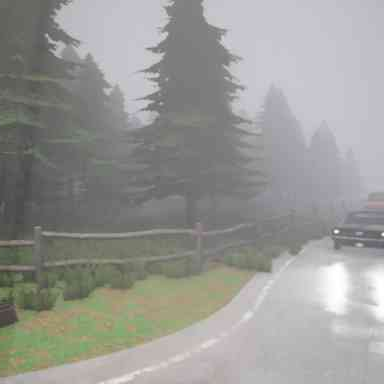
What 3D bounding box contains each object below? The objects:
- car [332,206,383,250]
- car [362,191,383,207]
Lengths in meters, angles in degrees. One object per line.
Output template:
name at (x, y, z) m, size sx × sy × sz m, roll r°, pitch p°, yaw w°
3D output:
car at (6.819, 1.448, 13.045) m, size 1.895 × 1.301 × 4.718 m, roll 0°, pitch 1°, yaw 33°
car at (12.394, 0.982, 21.307) m, size 2.150 × 2.045 × 5.566 m, roll 0°, pitch 1°, yaw 35°
